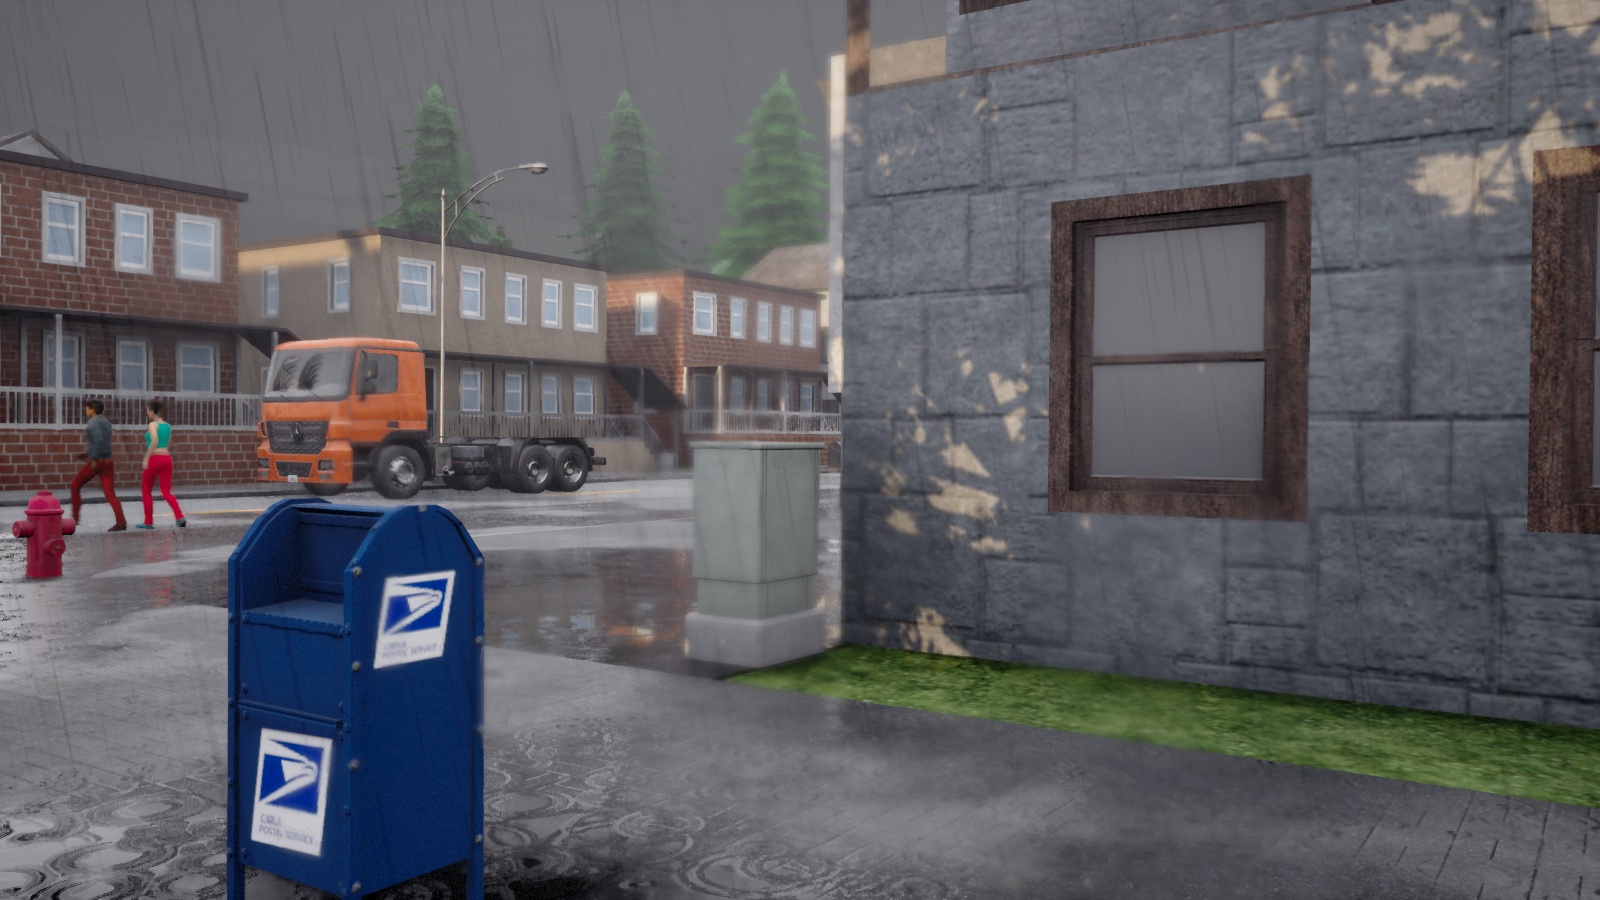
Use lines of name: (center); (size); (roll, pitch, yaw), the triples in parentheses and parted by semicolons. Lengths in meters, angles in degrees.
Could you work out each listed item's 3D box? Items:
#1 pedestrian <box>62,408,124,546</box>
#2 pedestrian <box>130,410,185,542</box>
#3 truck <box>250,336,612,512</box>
pedestrian: (-9.617, 0.364, 17.083); (0.614, 1.847, 0.353); (0, 1, 3)
pedestrian: (-9.014, 0.358, 17.626); (0.594, 1.836, 0.345); (0, 1, 18)
truck: (-8.083, -0.570, 28.753); (2.891, 3.462, 7.936); (0, 1, 33)
